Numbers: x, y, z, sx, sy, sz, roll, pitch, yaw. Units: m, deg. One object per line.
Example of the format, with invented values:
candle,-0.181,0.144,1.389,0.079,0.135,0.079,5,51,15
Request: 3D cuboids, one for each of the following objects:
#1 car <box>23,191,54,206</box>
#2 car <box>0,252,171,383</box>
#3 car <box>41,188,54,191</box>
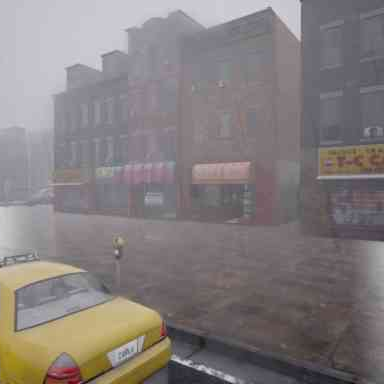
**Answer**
car,-17.909,0.937,41.203,2.033,1.411,5.357,0,2,35
car,-2.518,1.525,4.608,4.829,1.417,1.752,0,0,36
car,-19.164,0.548,44.525,2.150,2.045,5.566,0,2,35
